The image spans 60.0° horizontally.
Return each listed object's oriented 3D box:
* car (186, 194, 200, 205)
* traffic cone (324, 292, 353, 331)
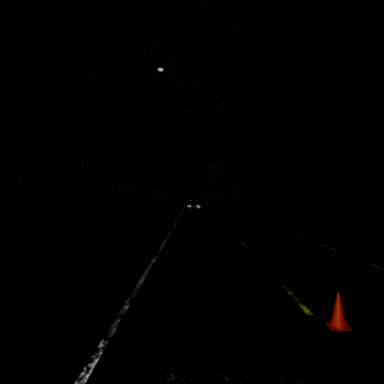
[{"bbox_3d":[0.370,1.497,61.272,2.097,1.767,4.553,0,0,-1],"label":"car"},{"bbox_3d":[2.475,1.988,5.627,0.340,0.580,0.340,0,0,1],"label":"traffic cone"}]
